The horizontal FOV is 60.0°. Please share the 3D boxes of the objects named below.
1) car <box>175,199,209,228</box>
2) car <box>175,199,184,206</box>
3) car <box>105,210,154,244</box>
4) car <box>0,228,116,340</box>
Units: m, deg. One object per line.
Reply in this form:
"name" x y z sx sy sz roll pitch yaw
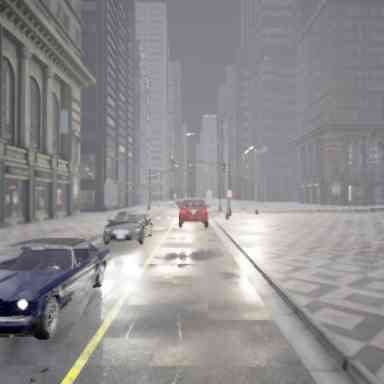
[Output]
"car" 0.103 1.518 25.098 2.150 2.045 5.566 0 -1 0
"car" -2.992 2.502 80.272 2.033 1.411 5.357 0 -1 0
"car" -3.079 1.690 16.877 2.128 1.511 4.902 0 -1 0
"car" -3.099 1.681 6.798 1.895 1.301 4.718 0 -1 0
